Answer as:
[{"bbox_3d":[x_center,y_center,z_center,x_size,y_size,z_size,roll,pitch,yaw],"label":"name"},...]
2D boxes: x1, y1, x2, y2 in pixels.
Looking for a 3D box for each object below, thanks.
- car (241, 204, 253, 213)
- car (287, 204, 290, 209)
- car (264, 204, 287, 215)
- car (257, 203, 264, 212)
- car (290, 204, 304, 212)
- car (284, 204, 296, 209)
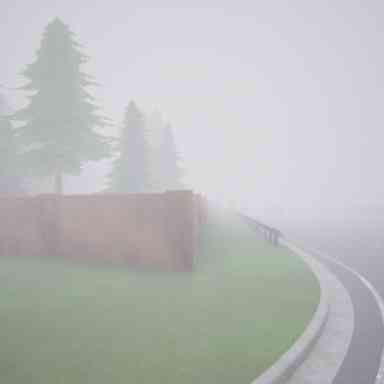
[{"bbox_3d":[11.343,3.500,68.875,2.128,1.511,4.902,-1,-2,4],"label":"car"},{"bbox_3d":[18.422,3.450,69.760,2.128,1.511,4.902,-1,-2,4],"label":"car"},{"bbox_3d":[14.006,3.049,56.201,2.128,1.511,4.902,-1,-2,4],"label":"car"},{"bbox_3d":[14.936,3.497,70.095,1.812,1.442,4.674,-1,-2,4],"label":"car"},{"bbox_3d":[21.912,3.431,69.491,1.994,1.385,4.181,-1,-2,4],"label":"car"},{"bbox_3d":[26.954,4.035,91.647,2.033,1.411,5.357,-1,-2,4],"label":"car"}]
